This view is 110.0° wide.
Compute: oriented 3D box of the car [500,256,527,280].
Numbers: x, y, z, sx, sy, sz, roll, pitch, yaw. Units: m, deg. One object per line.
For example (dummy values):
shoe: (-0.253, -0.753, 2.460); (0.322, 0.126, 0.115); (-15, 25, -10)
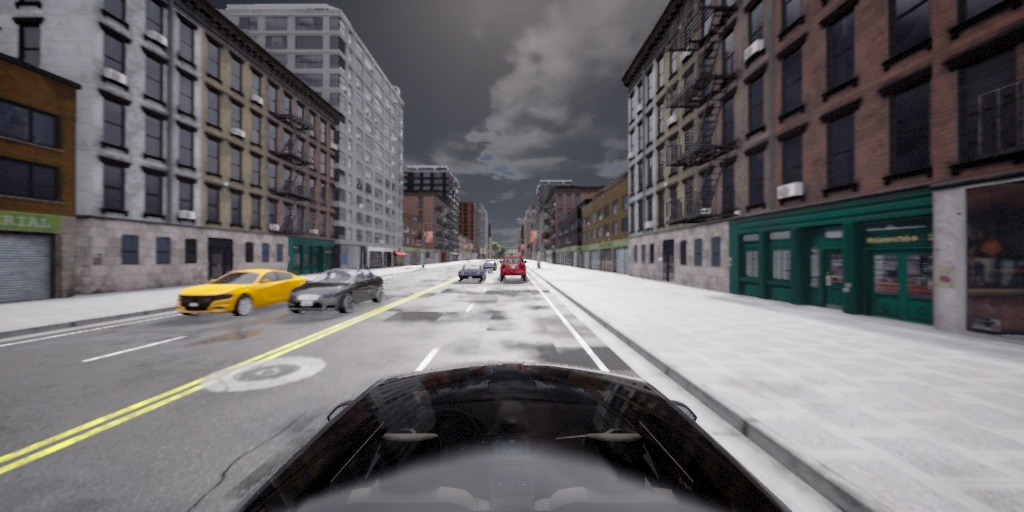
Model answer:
car: (0.104, 0.983, 31.187); (2.150, 2.045, 5.566); (0, 0, 0)

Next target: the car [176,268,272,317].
car: (-9.756, 1.233, 13.497); (1.882, 1.535, 5.008); (0, 0, 0)

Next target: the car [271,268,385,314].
car: (-6.502, 1.248, 13.835); (2.128, 1.511, 4.902); (0, 0, 0)

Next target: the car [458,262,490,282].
car: (-3.147, 1.360, 29.372); (1.895, 1.301, 4.718); (0, 0, 0)

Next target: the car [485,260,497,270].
car: (-3.140, 1.322, 51.317); (2.033, 1.411, 5.357); (0, 0, 0)
